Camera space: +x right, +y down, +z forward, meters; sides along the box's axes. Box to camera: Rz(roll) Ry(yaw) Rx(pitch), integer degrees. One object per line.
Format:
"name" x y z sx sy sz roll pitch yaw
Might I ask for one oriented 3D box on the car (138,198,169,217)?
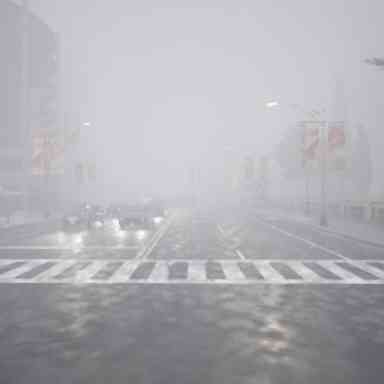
"car" -3.630 1.597 31.929 1.994 1.385 4.181 0 0 0

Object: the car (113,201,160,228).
"car" -3.620 1.571 22.713 2.033 1.411 5.357 0 0 0

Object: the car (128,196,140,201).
"car" -7.800 1.569 41.679 1.812 1.442 4.674 0 0 -10

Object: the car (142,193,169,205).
"car" -6.951 1.288 63.316 2.150 2.045 5.566 0 0 -43

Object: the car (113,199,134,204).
"car" -7.128 1.634 31.511 1.895 1.301 4.718 0 0 0

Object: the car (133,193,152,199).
"car" -9.676 1.285 61.121 2.150 2.045 5.566 0 0 -43

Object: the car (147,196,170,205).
"car" -4.287 1.608 41.998 1.994 1.385 4.181 0 0 -10

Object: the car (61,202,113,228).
"car" -7.117 1.515 22.242 2.128 1.511 4.902 0 0 0

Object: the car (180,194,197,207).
"car" -1.222 1.279 54.497 2.150 2.045 5.566 0 0 -29

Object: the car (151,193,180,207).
"car" -4.266 1.407 52.794 2.097 1.767 4.553 0 0 -29
